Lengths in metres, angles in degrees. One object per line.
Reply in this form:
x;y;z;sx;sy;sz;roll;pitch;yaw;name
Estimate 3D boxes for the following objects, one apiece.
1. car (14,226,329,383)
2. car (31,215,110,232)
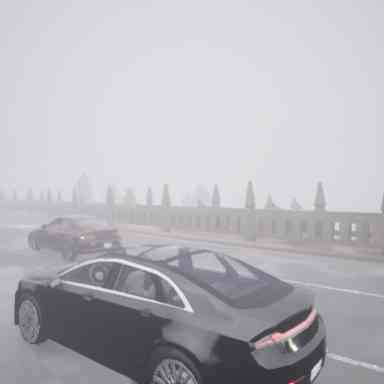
-0.701;1.519;4.734;4.902;1.511;2.128;0;0;38;car
-4.472;1.594;12.554;4.674;1.442;1.812;0;0;43;car
